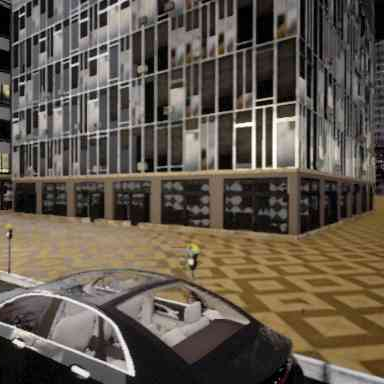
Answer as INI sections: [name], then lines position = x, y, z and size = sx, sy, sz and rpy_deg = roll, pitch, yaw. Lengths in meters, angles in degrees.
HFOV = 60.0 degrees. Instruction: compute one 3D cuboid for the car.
[car]
position = -1.085, 1.550, 3.643
size = 4.403, 1.369, 2.008
rpy_deg = 0, 0, 35
